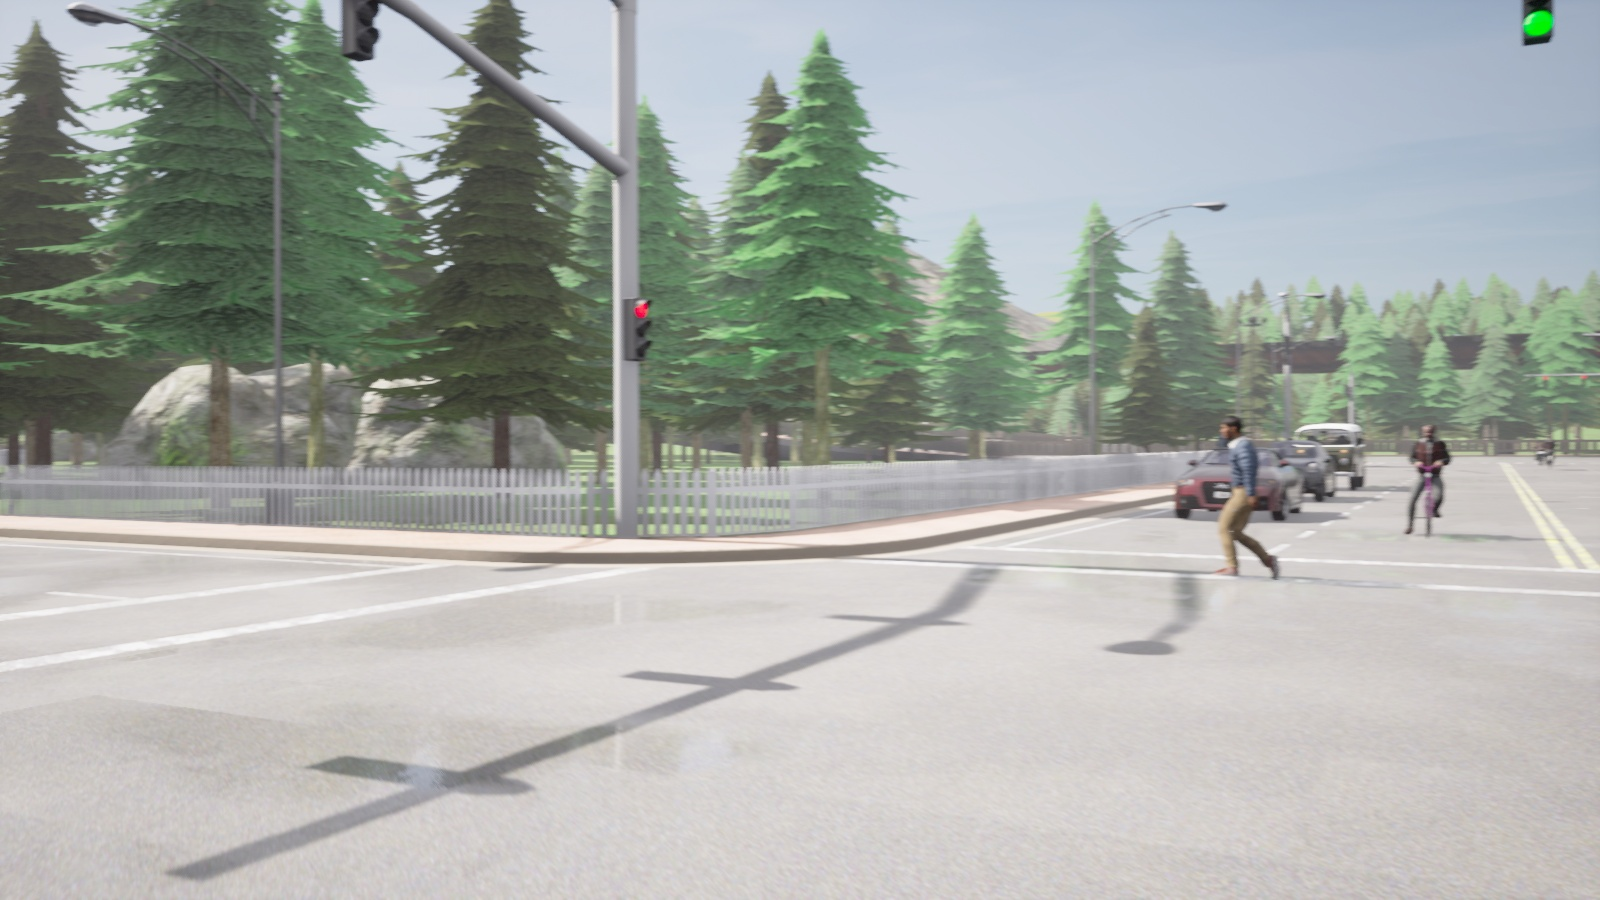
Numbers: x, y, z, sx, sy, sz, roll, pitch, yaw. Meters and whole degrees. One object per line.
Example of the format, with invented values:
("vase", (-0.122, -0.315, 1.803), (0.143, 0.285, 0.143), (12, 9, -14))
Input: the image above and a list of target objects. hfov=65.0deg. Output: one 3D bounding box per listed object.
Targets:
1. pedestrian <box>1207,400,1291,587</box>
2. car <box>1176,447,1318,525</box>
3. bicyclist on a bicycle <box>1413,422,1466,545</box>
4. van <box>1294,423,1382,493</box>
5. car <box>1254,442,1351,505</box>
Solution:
("pedestrian", (4.818, 0.453, 13.472), (0.788, 1.949, 0.423), (0, 0, 30))
("car", (8.922, 0.649, 24.844), (1.994, 1.385, 4.181), (0, 0, 29))
("bicyclist on a bicycle", (9.772, 0.486, 19.156), (0.659, 1.776, 1.843), (0, 0, 29))
("van", (16.762, 0.210, 38.990), (2.069, 2.038, 4.480), (0, 0, 29))
("car", (12.772, 0.550, 31.792), (1.845, 1.501, 3.633), (0, 0, 29))
